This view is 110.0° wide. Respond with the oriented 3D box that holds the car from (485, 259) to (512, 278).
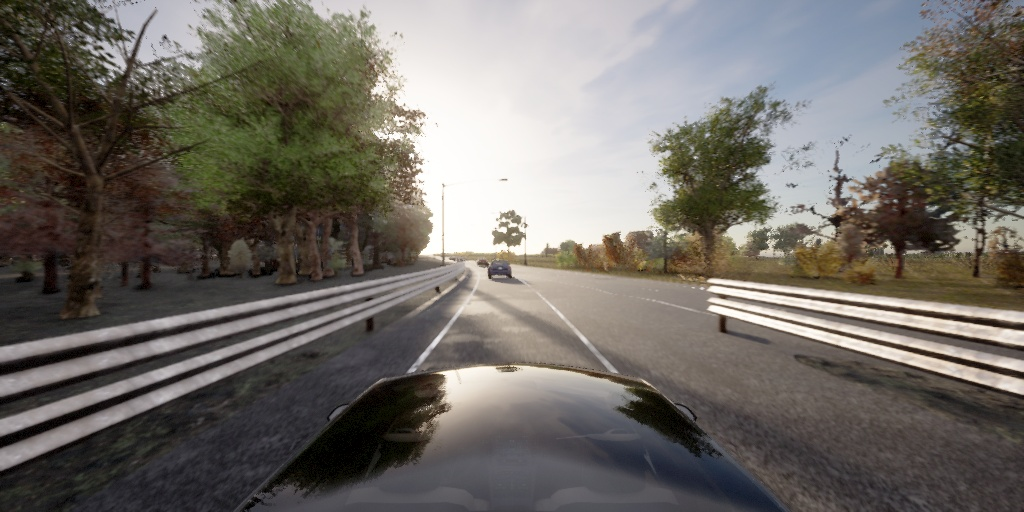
[{"bbox_3d":[-1.245,1.104,33.813,2.097,1.767,4.553,0,0,-5],"label":"car"}]
